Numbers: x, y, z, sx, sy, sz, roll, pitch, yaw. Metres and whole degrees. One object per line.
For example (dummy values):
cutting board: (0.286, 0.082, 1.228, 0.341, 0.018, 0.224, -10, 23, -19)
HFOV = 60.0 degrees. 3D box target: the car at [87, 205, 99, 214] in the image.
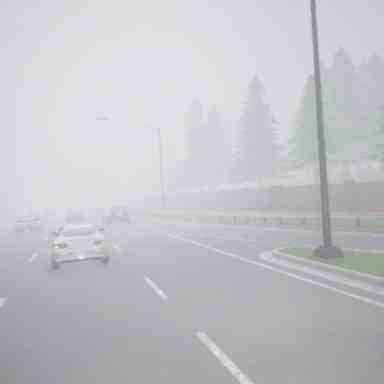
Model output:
car: (-16.745, 3.053, 57.607, 1.812, 1.442, 4.674, -3, -1, -20)

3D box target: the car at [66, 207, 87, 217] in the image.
car: (-13.339, 2.737, 37.846, 1.895, 1.301, 4.718, -3, -1, -20)

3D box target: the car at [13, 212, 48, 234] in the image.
car: (-13.248, 2.624, 27.275, 1.895, 1.301, 4.718, -3, -1, -20)

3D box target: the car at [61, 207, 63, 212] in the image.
car: (-34.299, 4.277, 85.415, 1.882, 1.535, 5.008, -3, -1, -20)

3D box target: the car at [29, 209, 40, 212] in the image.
car: (-30.062, 3.880, 63.430, 2.033, 1.411, 5.357, -3, -1, -20)

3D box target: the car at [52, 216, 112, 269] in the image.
car: (-4.337, 1.900, 12.826, 1.812, 1.442, 4.674, -3, -1, -20)

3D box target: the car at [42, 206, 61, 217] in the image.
car: (-22.700, 3.299, 53.506, 1.882, 1.535, 5.008, -3, -1, -20)

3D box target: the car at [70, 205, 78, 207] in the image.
car: (-23.086, 3.310, 64.875, 2.097, 1.767, 4.553, -3, -1, -20)

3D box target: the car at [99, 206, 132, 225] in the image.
car: (-6.854, 2.044, 30.121, 2.097, 1.767, 4.553, -3, -1, -20)
